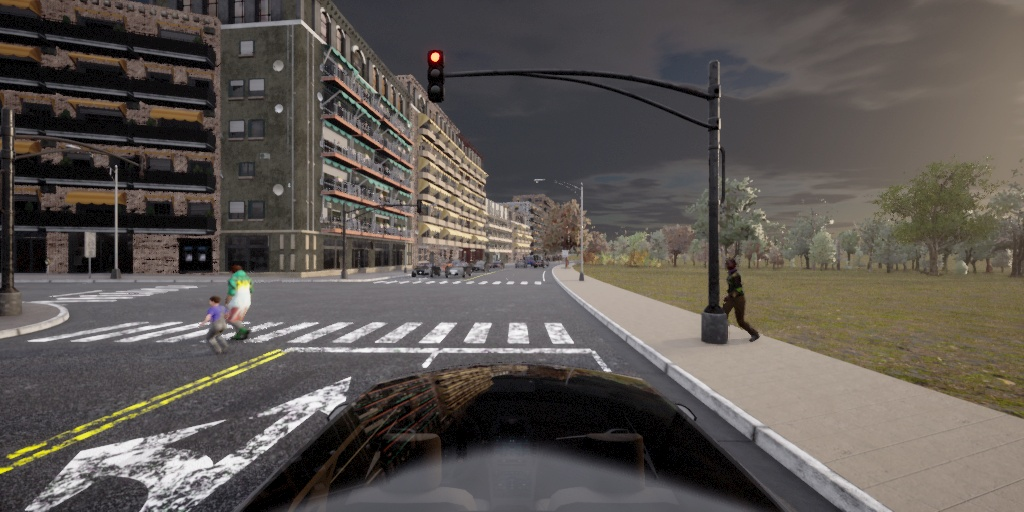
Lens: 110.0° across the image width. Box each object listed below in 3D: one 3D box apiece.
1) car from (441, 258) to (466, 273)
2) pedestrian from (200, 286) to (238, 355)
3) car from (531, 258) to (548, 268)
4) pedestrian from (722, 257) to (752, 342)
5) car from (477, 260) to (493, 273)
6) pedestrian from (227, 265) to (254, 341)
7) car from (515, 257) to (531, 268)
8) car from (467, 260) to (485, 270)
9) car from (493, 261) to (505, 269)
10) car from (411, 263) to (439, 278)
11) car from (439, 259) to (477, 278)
[{"bbox_3d":[-7.375,1.202,45.761,2.097,1.767,4.553,0,0,6],"label":"car"},{"bbox_3d":[-5.919,1.325,7.254,0.375,1.300,0.375,0,0,1],"label":"pedestrian"},{"bbox_3d":[5.019,1.447,64.915,1.837,1.490,4.892,0,0,9],"label":"car"},{"bbox_3d":[4.775,0.893,7.677,0.375,1.860,0.375,0,0,1],"label":"pedestrian"},{"bbox_3d":[-4.082,1.358,46.058,1.837,1.490,4.892,0,0,6],"label":"car"},{"bbox_3d":[-6.422,1.046,8.466,0.375,1.860,0.375,0,0,1],"label":"pedestrian"},{"bbox_3d":[1.739,1.432,64.969,2.128,1.511,4.902,0,0,9],"label":"car"},{"bbox_3d":[-5.814,1.407,58.536,1.837,1.490,4.892,0,0,9],"label":"car"},{"bbox_3d":[-2.413,1.473,59.389,1.994,1.385,4.181,0,0,8],"label":"car"},{"bbox_3d":[-8.361,1.374,35.347,1.994,1.385,4.181,0,0,5],"label":"car"},{"bbox_3d":[-5.131,1.301,34.976,2.128,1.511,4.902,0,0,5],"label":"car"}]
